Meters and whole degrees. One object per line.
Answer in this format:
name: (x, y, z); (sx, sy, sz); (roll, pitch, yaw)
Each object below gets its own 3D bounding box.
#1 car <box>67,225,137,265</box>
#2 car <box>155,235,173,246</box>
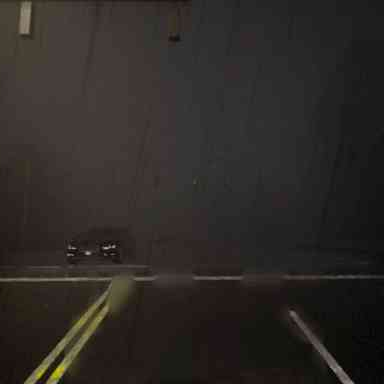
car: (-3.441, 2.114, 13.498); (1.837, 1.490, 4.892); (-1, -8, 0)
car: (-3.285, 5.747, 39.345); (1.895, 1.301, 4.718); (0, -8, 0)
